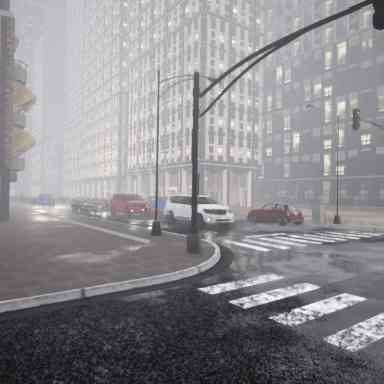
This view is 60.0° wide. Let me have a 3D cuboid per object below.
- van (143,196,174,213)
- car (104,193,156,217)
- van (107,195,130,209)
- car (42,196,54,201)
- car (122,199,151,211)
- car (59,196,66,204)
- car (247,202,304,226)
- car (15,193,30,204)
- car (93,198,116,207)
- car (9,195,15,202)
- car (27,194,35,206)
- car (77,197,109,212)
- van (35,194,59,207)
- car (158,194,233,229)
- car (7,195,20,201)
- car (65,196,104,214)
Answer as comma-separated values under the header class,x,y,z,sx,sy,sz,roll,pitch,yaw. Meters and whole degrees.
class,x,y,z,sx,sy,sz,roll,pitch,yaw
van,-3.884,1.381,37.781,1.690,1.788,3.998,1,-1,-35
car,-5.686,1.155,30.289,2.150,2.045,5.566,1,-1,-35
van,-10.387,1.367,47.019,1.690,1.788,3.998,1,-1,-35
car,-36.404,1.569,83.966,1.802,1.307,4.206,1,-1,-35
car,-7.139,1.584,42.397,2.008,1.369,4.403,1,-1,-35
car,-23.978,1.433,61.818,1.882,1.535,5.008,1,-1,-35
car,5.869,1.504,23.923,1.967,1.590,4.097,1,-1,-35
car,-30.245,1.154,60.671,2.192,1.841,5.009,1,-1,-35
car,-13.643,1.586,51.635,1.947,1.339,4.313,1,-1,-35
car,-36.752,1.396,69.906,1.947,1.339,4.313,1,-1,-35
car,-23.746,1.431,51.431,1.802,1.307,4.206,1,-1,-35
car,-11.524,1.412,38.592,2.128,1.511,4.902,1,-1,-35
van,-20.490,1.196,46.814,1.690,1.788,3.998,1,-1,-35
car,0.273,1.171,21.820,2.150,2.045,5.566,1,-1,-35
car,-40.003,1.377,74.525,2.008,1.369,4.403,1,-1,-35
car,-10.740,1.426,32.956,2.008,1.369,4.403,1,-1,-35
